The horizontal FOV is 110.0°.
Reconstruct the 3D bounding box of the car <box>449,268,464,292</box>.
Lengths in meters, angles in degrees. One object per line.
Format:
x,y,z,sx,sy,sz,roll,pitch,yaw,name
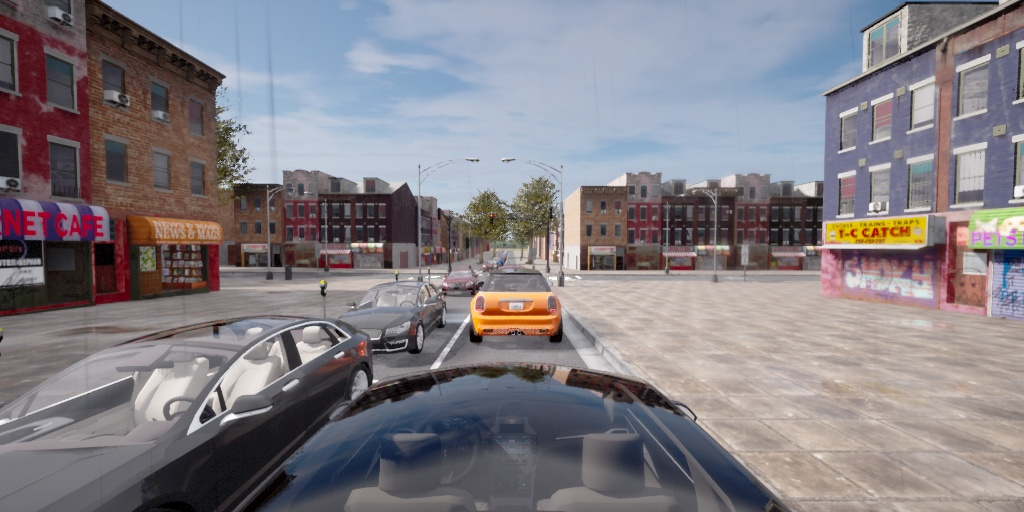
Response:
-2.677,1.336,19.441,1.802,1.307,4.207,0,0,0,car

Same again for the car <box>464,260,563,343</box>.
0.083,1.101,9.857,2.097,1.767,4.553,0,0,0,car

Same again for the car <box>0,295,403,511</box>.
-2.643,1.300,3.098,2.007,1.370,4.403,0,0,0,car

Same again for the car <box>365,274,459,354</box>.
-2.654,1.299,8.547,2.007,1.370,4.403,0,0,0,car

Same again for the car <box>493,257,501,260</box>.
-2.733,1.245,46.216,1.967,1.591,4.097,0,0,0,car
